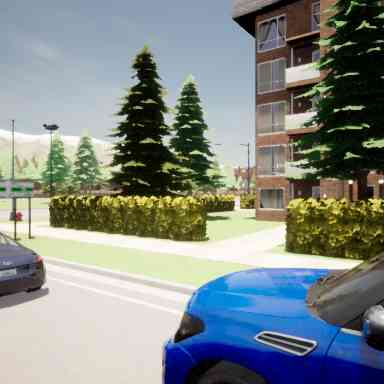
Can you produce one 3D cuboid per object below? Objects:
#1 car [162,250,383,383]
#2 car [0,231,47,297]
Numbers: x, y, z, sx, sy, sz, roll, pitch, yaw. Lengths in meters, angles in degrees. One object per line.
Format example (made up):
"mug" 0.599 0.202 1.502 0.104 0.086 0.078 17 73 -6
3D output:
"car" 2.361 1.221 2.305 5.566 2.045 2.150 0 0 36
"car" -5.253 1.564 7.712 4.181 1.385 1.994 0 0 36
